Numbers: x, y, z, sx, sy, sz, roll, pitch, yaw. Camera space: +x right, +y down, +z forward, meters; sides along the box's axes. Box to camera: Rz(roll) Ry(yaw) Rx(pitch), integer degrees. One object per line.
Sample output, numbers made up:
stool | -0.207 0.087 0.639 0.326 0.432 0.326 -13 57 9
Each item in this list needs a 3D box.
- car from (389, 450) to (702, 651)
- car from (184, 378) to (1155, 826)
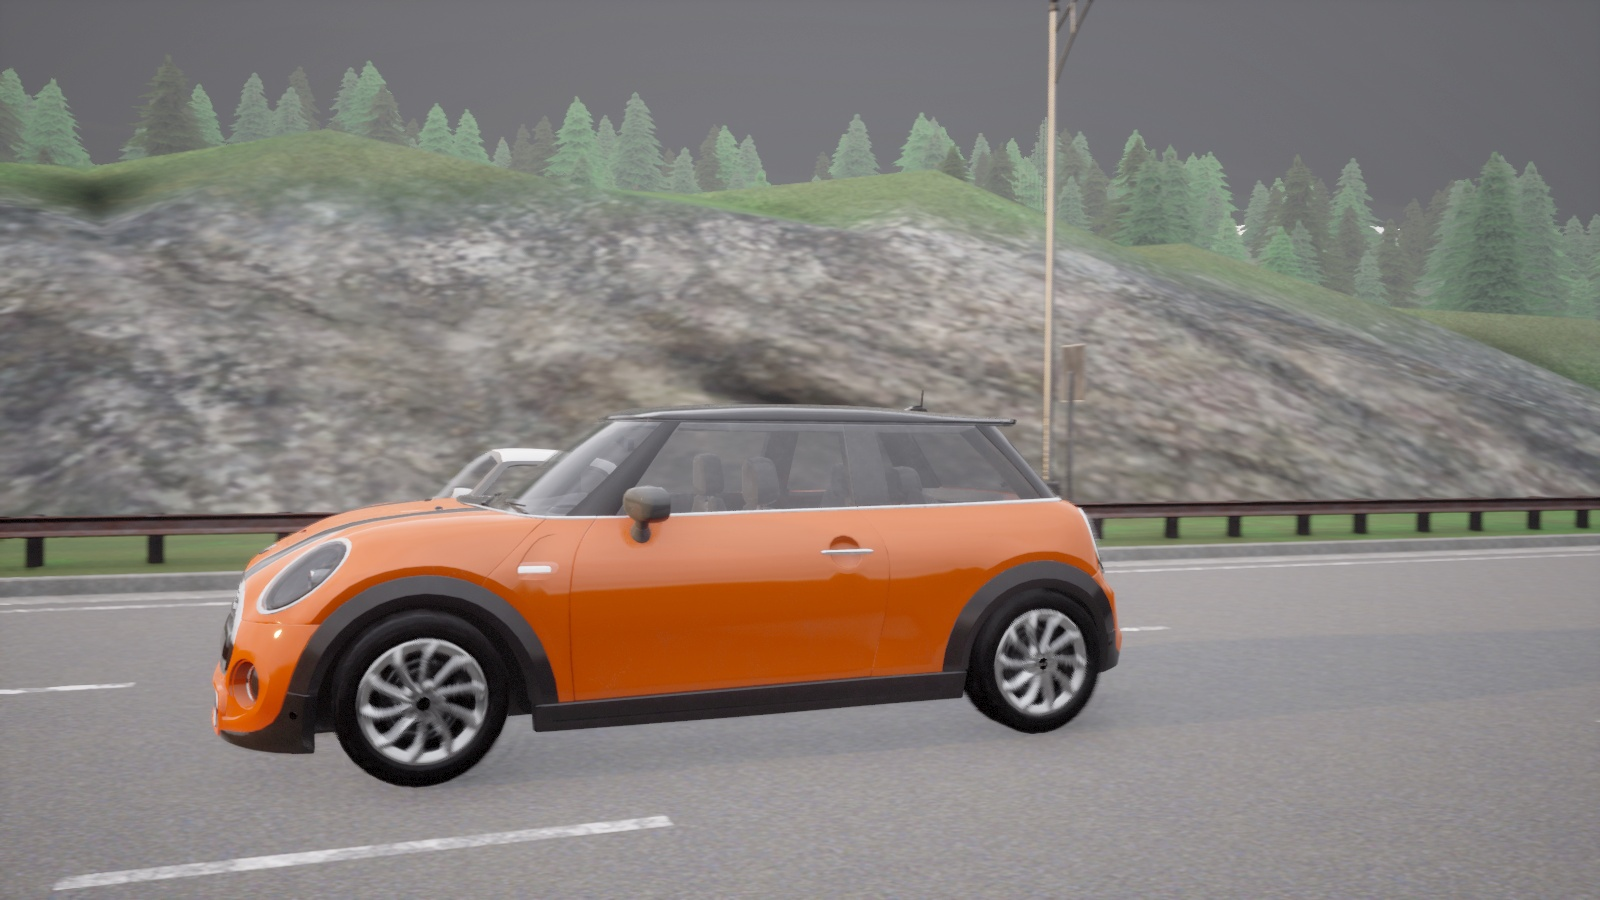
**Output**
car | -2.051 0.710 9.948 2.207 1.376 1.481 -1 1 -21
car | -0.651 0.552 6.733 4.553 1.767 2.097 -1 1 -21
